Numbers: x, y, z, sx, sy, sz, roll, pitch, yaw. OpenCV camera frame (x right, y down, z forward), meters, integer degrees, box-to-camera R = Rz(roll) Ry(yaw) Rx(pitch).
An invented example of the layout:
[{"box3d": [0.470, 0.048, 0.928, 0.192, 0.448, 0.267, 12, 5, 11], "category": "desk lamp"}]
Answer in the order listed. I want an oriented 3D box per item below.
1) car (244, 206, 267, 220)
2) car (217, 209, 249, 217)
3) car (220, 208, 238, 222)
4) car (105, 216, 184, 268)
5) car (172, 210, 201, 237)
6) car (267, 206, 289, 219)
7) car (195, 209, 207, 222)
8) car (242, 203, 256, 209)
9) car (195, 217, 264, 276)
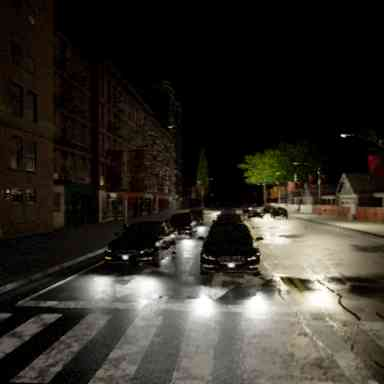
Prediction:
[{"box3d": [8.057, 2.823, 42.277, 1.895, 1.301, 4.718, -1, -2, 7], "category": "car"}, {"box3d": [2.333, 2.109, 20.971, 1.882, 1.535, 5.008, -1, -2, 6], "category": "car"}, {"box3d": [4.562, 2.767, 40.966, 2.033, 1.411, 5.357, -1, -2, 7], "category": "car"}, {"box3d": [-1.767, 1.938, 13.148, 1.837, 1.490, 4.892, -1, -2, 9], "category": "car"}, {"box3d": [-0.692, 2.237, 23.188, 1.837, 1.490, 4.892, -1, -2, 6], "category": "car"}, {"box3d": [11.629, 2.753, 44.394, 1.837, 1.490, 4.892, -1, -2, 6], "category": "car"}, {"box3d": [0.446, 2.541, 33.521, 1.837, 1.490, 4.892, -1, -2, 6], "category": "car"}, {"box3d": [9.142, 2.741, 52.486, 2.150, 2.045, 5.566, -1, -2, 6], "category": "car"}, {"box3d": [1.326, 1.859, 11.646, 1.837, 1.490, 4.892, -1, -2, 6], "category": "car"}]
